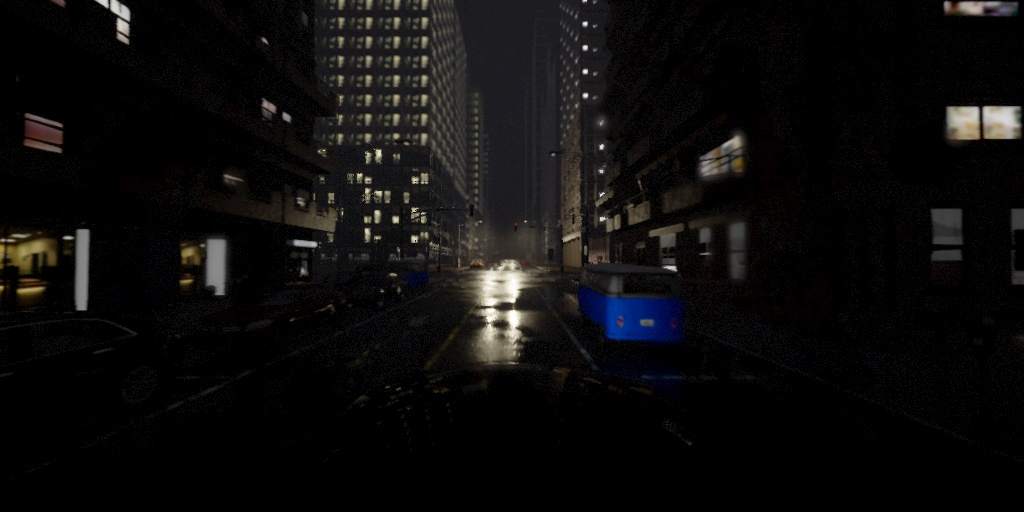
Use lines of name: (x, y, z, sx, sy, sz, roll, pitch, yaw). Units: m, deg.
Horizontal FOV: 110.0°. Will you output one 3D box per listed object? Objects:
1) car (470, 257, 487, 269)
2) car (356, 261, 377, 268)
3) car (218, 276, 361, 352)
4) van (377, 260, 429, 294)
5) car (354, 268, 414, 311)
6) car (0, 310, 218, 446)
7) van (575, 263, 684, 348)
car: (-5.677, 1.246, 58.119, 1.967, 1.591, 4.097, 0, 0, 0)
car: (-16.483, 1.289, 42.685, 4.097, 1.591, 1.967, 0, 0, 0)
car: (-5.655, 1.340, 8.972, 1.802, 1.307, 4.207, 0, 0, 0)
van: (-5.822, 1.109, 20.053, 1.690, 1.789, 3.998, 0, 0, 0)
car: (-5.654, 1.329, 14.512, 1.948, 1.339, 4.313, 0, 0, 0)
car: (-5.656, 1.302, 3.431, 2.007, 1.370, 4.403, 0, 0, 0)
van: (2.693, 1.098, 9.023, 1.690, 1.789, 3.998, 0, 0, 0)
